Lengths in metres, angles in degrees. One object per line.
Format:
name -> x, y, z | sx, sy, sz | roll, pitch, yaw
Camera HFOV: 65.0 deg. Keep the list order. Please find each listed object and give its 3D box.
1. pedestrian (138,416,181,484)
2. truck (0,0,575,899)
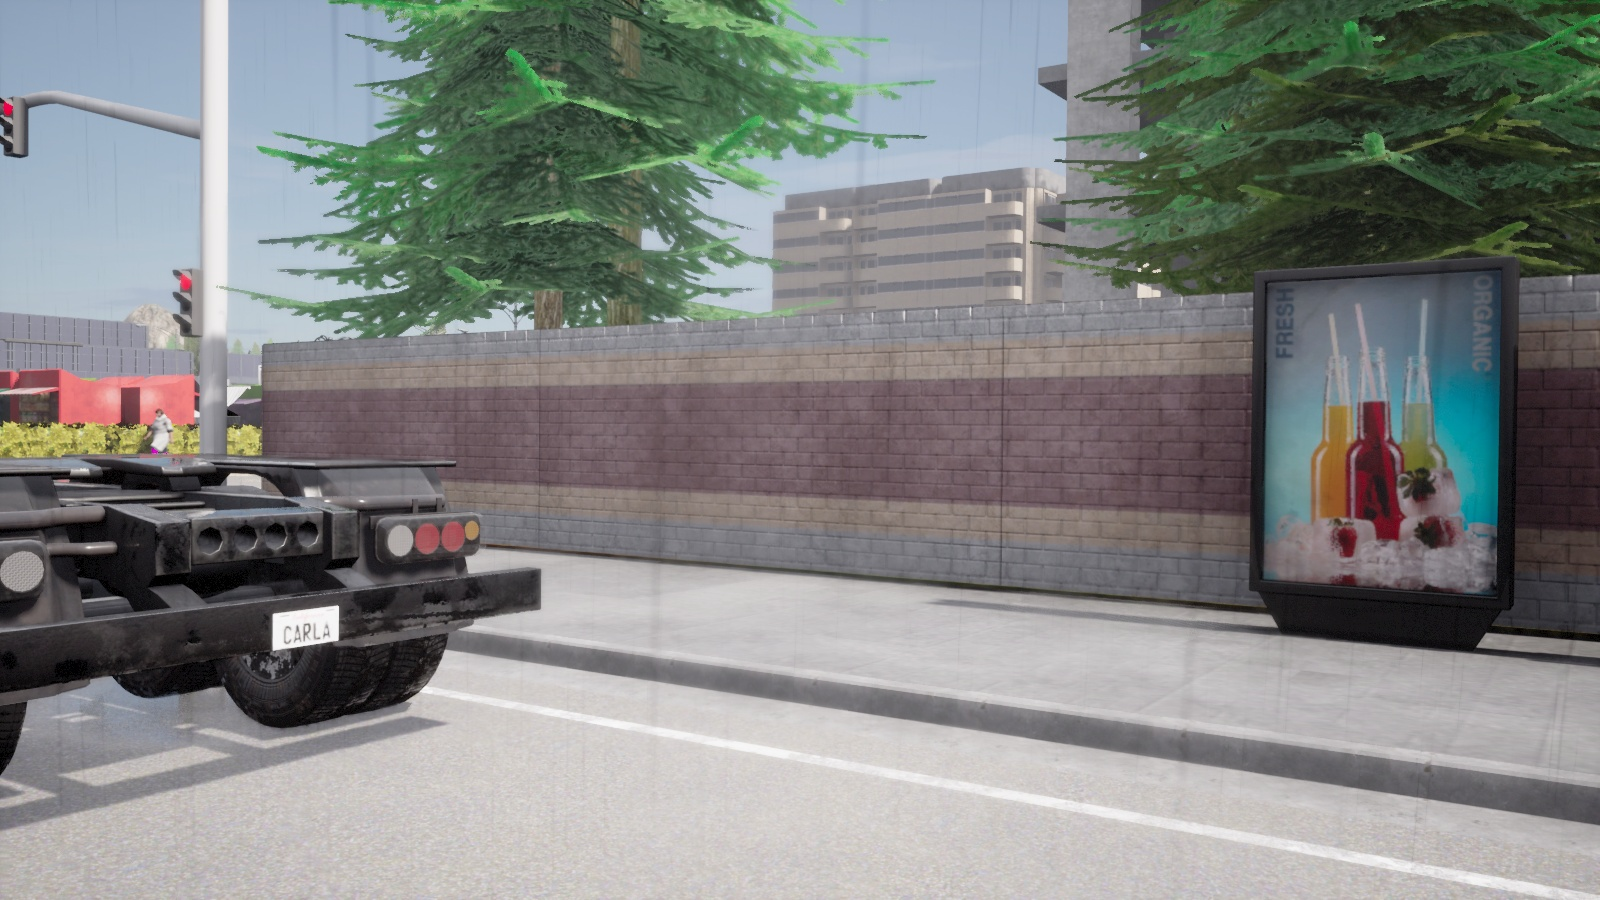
pedestrian -> -18.600, 0.001, 36.461 | 0.659, 1.952, 0.873 | 0, 1, 33
truck -> -5.216, -0.300, 7.067 | 7.936, 3.462, 2.891 | 0, 1, 34
